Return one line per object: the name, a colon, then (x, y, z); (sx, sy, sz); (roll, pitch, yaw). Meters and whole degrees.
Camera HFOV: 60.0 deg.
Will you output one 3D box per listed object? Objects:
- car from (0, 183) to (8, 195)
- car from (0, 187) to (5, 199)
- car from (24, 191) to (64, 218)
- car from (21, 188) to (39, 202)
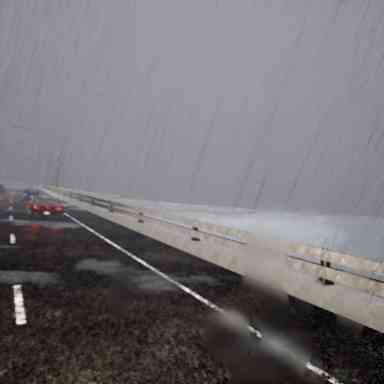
car: (-25.114, -0.398, 43.201); (1.812, 1.442, 4.674); (5, -1, -28)
car: (-12.446, 0.567, 19.584); (2.033, 1.411, 5.357); (5, 0, -29)
car: (-9.585, 0.890, 21.597); (1.895, 1.301, 4.718); (5, 0, -28)
car: (-16.489, 0.335, 34.342); (1.994, 1.385, 4.181); (5, 0, -28)
